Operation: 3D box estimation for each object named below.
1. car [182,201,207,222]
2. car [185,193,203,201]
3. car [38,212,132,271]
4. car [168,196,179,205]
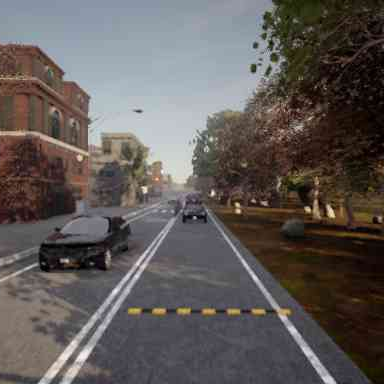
[{"bbox_3d":[0.202,1.609,26.445,1.895,1.301,4.718,0,0,0],"label":"car"},{"bbox_3d":[0.233,1.194,44.575,2.150,2.045,5.566,0,0,0],"label":"car"},{"bbox_3d":[-3.305,1.485,11.161,1.882,1.535,5.008,0,1,0],"label":"car"},{"bbox_3d":[-3.169,1.452,57.434,1.812,1.442,4.674,0,0,0],"label":"car"}]
